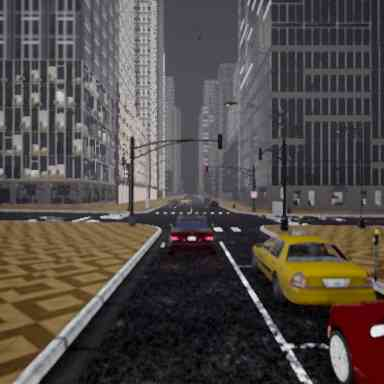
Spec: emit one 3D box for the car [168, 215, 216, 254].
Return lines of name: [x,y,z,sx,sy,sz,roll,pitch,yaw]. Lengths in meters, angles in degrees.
car: [-0.001,1.680,13.993,2.033,1.411,5.357,0,-1,0]

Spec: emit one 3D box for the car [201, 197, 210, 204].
car: [3.684,2.079,81.256,2.192,1.841,5.009,0,0,0]

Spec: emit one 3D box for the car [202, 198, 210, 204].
car: [3.653,2.250,86.783,1.967,1.590,4.097,0,0,0]

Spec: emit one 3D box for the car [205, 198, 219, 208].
car: [3.860,2.137,59.146,1.947,1.339,4.313,0,-1,0]

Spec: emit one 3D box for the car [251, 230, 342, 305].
car: [2.563,1.604,8.215,1.752,1.417,4.829,0,-1,0]

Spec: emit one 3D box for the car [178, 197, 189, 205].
car: [-1.608,2.208,77.214,1.882,1.535,5.008,0,0,0]

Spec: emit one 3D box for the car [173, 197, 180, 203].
car: [-4.259,2.296,92.265,1.967,1.590,4.097,0,0,0]

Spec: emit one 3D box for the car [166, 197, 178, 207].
car: [-4.101,2.202,64.626,1.802,1.307,4.206,0,-1,0]

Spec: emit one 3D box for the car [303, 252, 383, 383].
car: [2.565,1.569,2.493,1.887,1.381,4.507,0,-1,0]
